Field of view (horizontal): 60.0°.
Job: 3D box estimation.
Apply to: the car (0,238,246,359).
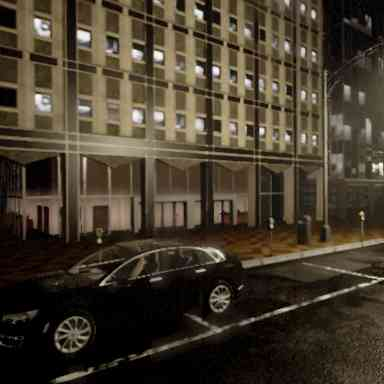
[{"bbox_3d":[-0.981,1.555,5.870,4.403,1.369,2.008,0,-1,-35],"label":"car"}]
